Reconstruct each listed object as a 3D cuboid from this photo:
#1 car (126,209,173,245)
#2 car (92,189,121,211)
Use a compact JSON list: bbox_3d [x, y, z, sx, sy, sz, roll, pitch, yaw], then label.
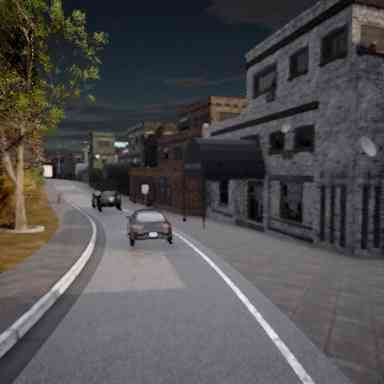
[{"bbox_3d":[-2.077,1.515,15.588,1.812,1.442,4.674,-1,1,-13],"label":"car"},{"bbox_3d":[-8.579,0.715,33.184,2.150,2.045,5.566,-2,3,-25],"label":"car"}]
